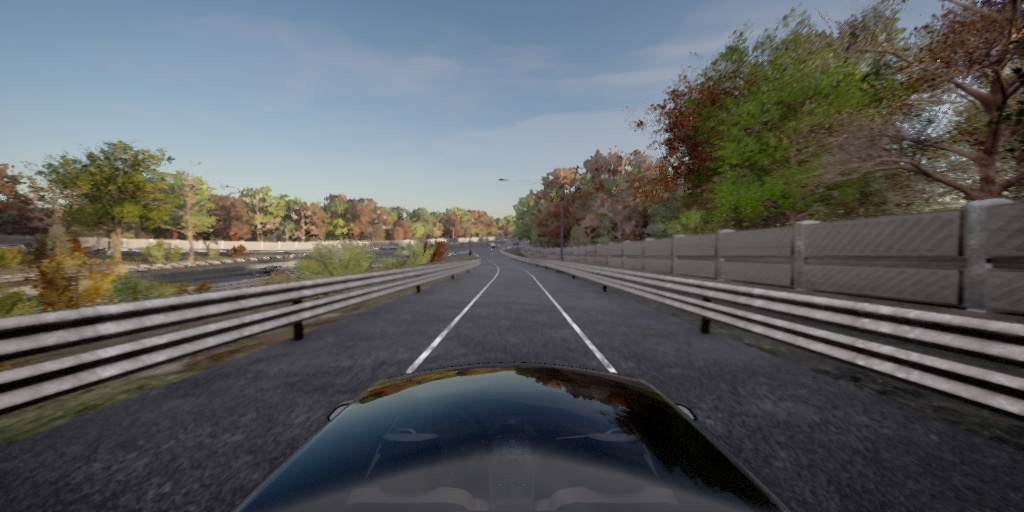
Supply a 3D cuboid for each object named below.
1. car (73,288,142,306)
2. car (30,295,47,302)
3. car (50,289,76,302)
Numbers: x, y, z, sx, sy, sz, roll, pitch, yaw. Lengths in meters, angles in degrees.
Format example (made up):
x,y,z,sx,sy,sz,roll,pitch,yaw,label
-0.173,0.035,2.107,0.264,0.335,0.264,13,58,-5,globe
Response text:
x,y,z,sx,sy,sz,roll,pitch,yaw,label
-41.560,4.225,37.345,2.128,1.511,4.902,1,4,15,car
-48.347,4.174,39.079,1.895,1.301,4.718,1,4,15,car
-44.949,4.161,38.214,1.837,1.490,4.892,1,4,15,car
